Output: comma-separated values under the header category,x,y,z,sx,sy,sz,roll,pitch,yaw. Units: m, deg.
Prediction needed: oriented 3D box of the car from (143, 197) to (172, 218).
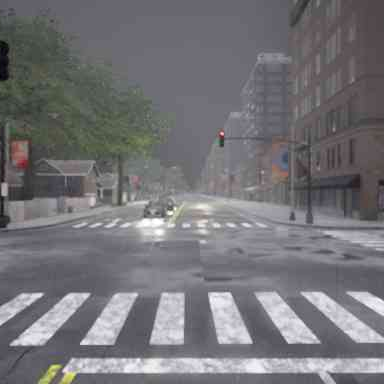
category,x,y,z,sx,sy,sz,roll,pitch,yaw
car,-3.333,1.519,30.889,2.128,1.511,4.902,0,0,0

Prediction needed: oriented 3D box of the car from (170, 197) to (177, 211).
category,x,y,z,sx,sy,sz,roll,pitch,yaw
car,-3.326,1.393,40.626,2.097,1.767,4.553,0,0,0

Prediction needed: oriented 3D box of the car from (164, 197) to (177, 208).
category,x,y,z,sx,sy,sz,roll,pitch,yaw
car,-3.314,1.583,52.258,1.812,1.442,4.674,0,1,0
